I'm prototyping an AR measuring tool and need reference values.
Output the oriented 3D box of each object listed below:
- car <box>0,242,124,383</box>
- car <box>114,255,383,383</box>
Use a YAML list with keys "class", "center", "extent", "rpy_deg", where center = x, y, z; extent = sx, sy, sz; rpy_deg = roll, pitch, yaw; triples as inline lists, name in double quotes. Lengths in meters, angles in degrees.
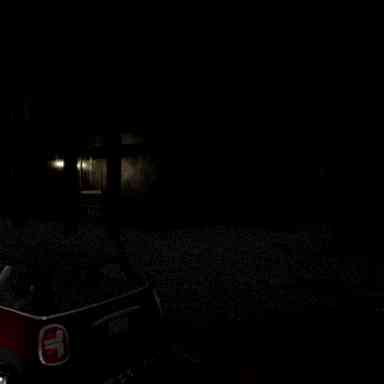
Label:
- class: "car"
  center: [-2.357, 1.438, 4.647]
  extent: [4.097, 1.590, 1.967]
  rpy_deg: [0, 0, 35]
- class: "car"
  center: [2.234, 1.316, 1.375]
  extent: [5.009, 1.841, 2.192]
  rpy_deg: [0, 0, 35]
